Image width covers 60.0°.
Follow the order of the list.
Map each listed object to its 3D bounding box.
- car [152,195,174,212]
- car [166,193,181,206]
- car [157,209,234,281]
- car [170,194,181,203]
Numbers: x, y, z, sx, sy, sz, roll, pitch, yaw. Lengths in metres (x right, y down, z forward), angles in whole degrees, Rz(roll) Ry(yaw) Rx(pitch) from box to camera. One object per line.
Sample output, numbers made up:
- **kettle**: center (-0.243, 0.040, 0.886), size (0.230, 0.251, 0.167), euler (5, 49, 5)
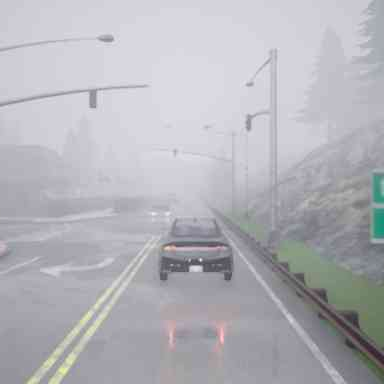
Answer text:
- **car**: center (-3.588, 1.459, 39.480), size (1.882, 1.535, 5.008), euler (0, 0, 0)
- **car**: center (-3.549, 1.198, 55.988), size (2.150, 2.045, 5.566), euler (0, 0, 0)
- **car**: center (0.087, 1.487, 9.773), size (2.128, 1.511, 4.902), euler (0, 0, 0)
- **car**: center (-3.493, 1.318, 70.944), size (2.097, 1.767, 4.553), euler (0, 0, 0)
